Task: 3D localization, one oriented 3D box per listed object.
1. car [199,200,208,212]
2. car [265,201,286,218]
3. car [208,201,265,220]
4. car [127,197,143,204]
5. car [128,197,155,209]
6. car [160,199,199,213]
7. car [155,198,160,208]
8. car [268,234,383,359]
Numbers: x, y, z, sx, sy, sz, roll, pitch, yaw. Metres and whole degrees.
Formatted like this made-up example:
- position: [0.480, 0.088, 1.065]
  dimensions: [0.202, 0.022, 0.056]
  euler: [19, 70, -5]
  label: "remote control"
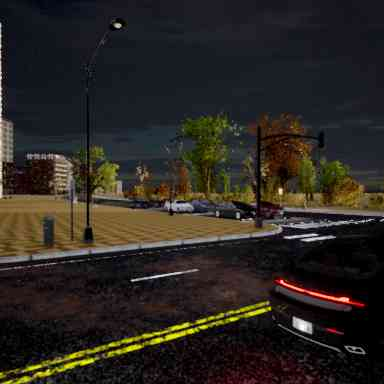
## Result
- position: [1.087, 1.611, 39.801]
  dimensions: [2.033, 1.411, 5.357]
  euler: [0, 0, -32]
  label: "car"
- position: [6.598, 1.565, 30.849]
  dimensions: [1.812, 1.442, 4.674]
  euler: [0, 0, -30]
  label: "car"
- position: [3.796, 1.557, 29.216]
  dimensions: [1.837, 1.490, 4.892]
  euler: [0, 0, -32]
  label: "car"
- position: [-11.848, 1.669, 68.806]
  dimensions: [1.994, 1.385, 4.181]
  euler: [0, 0, -29]
  label: "car"
- position: [-7.424, 1.664, 47.637]
  dimensions: [1.994, 1.385, 4.181]
  euler: [0, 0, -31]
  label: "car"
- position: [-1.531, 1.602, 37.864]
  dimensions: [1.812, 1.442, 4.674]
  euler: [0, 0, -31]
  label: "car"
- position: [-5.244, 1.653, 50.342]
  dimensions: [1.994, 1.385, 4.181]
  euler: [0, 0, -30]
  label: "car"
- position: [3.453, 1.502, 5.732]
  dimensions: [4.892, 1.490, 1.837]
  euler: [0, 0, -34]
  label: "car"
